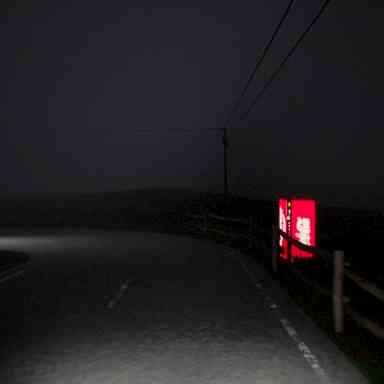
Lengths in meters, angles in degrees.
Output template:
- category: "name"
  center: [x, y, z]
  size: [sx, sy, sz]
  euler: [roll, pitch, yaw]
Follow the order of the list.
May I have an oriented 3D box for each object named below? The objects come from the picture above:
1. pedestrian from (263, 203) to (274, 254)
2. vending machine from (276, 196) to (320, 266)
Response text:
- category: "pedestrian"
  center: [2.705, 1.294, 11.948]
  size: [0.375, 1.860, 0.375]
  euler: [0, 0, -10]
- category: "vending machine"
  center: [3.347, 1.195, 10.583]
  size: [1.100, 2.100, 0.880]
  euler: [0, 0, -1]
